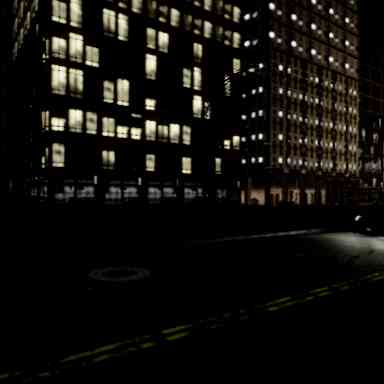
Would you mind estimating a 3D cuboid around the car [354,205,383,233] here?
[{"bbox_3d":[11.818,1.550,20.088,4.553,1.767,2.097,1,0,-35],"label":"car"}]
